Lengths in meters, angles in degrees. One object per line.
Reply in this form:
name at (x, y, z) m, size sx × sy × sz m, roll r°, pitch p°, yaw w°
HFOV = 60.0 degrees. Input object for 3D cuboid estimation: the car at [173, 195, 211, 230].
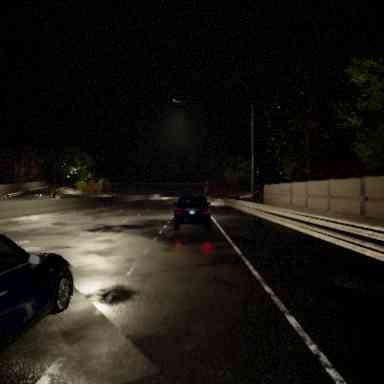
car at (0.007, 1.221, 21.066) m, size 2.150 × 2.045 × 5.566 m, roll 0°, pitch 0°, yaw 0°

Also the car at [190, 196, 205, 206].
car at (1.020, 1.517, 57.600) m, size 2.128 × 1.511 × 4.902 m, roll 0°, pitch 0°, yaw 8°

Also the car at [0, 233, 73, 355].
car at (-3.398, 1.350, 4.761) m, size 2.097 × 1.767 × 4.553 m, roll 0°, pitch 0°, yaw 0°

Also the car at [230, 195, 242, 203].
car at (11.895, 1.930, 89.716) m, size 2.150 × 2.045 × 5.566 m, roll 0°, pitch -1°, yaw 26°
